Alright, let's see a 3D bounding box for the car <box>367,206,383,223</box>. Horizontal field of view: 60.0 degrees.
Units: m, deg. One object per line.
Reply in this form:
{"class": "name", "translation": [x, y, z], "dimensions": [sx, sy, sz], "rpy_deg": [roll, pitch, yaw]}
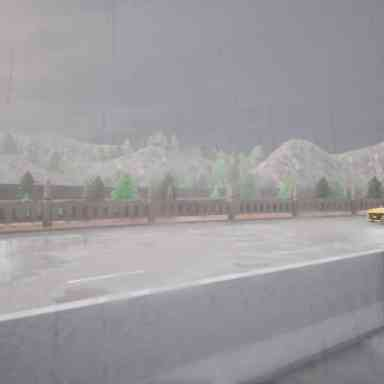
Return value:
{"class": "car", "translation": [14.507, 1.404, 23.153], "dimensions": [5.008, 1.535, 1.882], "rpy_deg": [0, 0, -21]}
